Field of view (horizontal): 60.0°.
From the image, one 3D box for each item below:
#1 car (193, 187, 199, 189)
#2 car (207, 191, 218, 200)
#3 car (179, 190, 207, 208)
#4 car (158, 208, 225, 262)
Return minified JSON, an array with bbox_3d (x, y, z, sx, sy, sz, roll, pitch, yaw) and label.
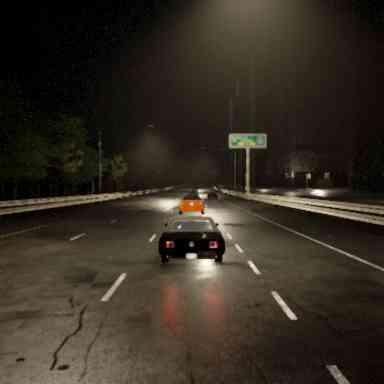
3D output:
[{"bbox_3d":[0.513,0.077,92.978,1.994,1.385,4.181,0,1,1],"label":"car"},{"bbox_3d":[3.753,0.628,62.403,1.837,1.490,4.892,0,1,1],"label":"car"},{"bbox_3d":[-0.014,0.982,29.024,2.097,1.767,4.553,0,1,0],"label":"car"},{"bbox_3d":[-0.010,1.458,11.425,1.895,1.301,4.718,0,1,0],"label":"car"}]
